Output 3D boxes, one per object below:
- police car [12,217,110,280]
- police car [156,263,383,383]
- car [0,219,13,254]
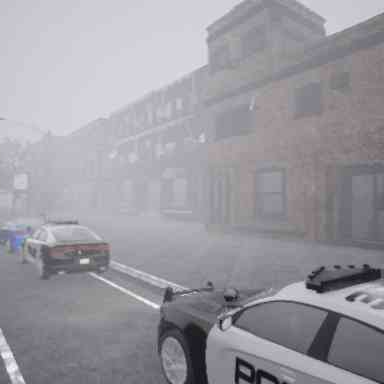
[{"bbox_3d":[-4.550,1.790,11.426,1.930,1.638,5.238,2,-3,-37],"label":"police car"},{"bbox_3d":[1.410,1.586,3.399,1.930,1.638,5.238,2,-3,-37],"label":"police car"},{"bbox_3d":[-8.062,1.963,16.152,1.882,1.535,5.008,2,-3,-37],"label":"car"}]
